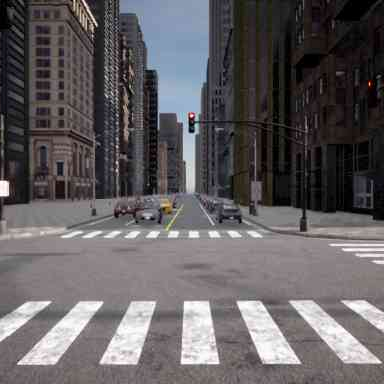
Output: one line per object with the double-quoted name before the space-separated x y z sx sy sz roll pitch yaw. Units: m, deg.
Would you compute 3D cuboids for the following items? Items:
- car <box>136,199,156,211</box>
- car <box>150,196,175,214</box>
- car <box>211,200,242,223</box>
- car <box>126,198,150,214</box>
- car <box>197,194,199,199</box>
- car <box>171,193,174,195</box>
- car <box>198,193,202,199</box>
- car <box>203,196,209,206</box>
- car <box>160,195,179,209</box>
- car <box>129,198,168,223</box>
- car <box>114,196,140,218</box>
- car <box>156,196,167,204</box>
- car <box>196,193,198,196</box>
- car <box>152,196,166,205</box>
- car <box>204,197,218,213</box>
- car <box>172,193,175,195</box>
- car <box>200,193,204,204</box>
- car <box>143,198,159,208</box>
"car" -5.793 1.571 42.028 1.947 1.339 4.313 0 0 0
"car" -3.124 1.481 35.315 1.882 1.535 5.008 0 0 0
"car" 2.743 1.552 25.120 2.008 1.369 4.403 0 0 0
"car" -5.790 1.444 36.387 1.967 1.590 4.097 0 0 0
"car" 2.709 1.569 75.885 1.887 1.381 4.507 0 0 0
"car" -5.816 1.590 75.871 1.947 1.339 4.313 0 0 0
"car" 2.716 1.456 64.604 1.967 1.590 4.097 0 0 0
"car" 2.732 1.550 42.042 1.887 1.381 4.507 0 0 0
"car" -3.119 1.511 46.074 1.837 1.490 4.892 0 0 0
"car" -3.169 1.493 25.188 2.128 1.511 4.902 0 0 -3
"car" -5.786 1.317 30.746 2.192 1.841 5.009 0 0 0
"car" -5.809 1.541 64.420 1.752 1.417 4.829 0 0 0
"car" 2.701 1.561 87.337 1.752 1.417 4.829 0 0 0
"car" -5.805 1.452 58.949 1.967 1.590 4.097 0 0 0
"car" 2.736 1.554 36.402 2.008 1.369 4.403 0 0 0
"car" -5.820 1.554 81.342 1.752 1.417 4.829 0 0 0
"car" 2.724 1.449 53.323 1.967 1.590 4.097 0 0 0
"car" -5.797 1.589 47.668 1.802 1.307 4.206 0 0 0
